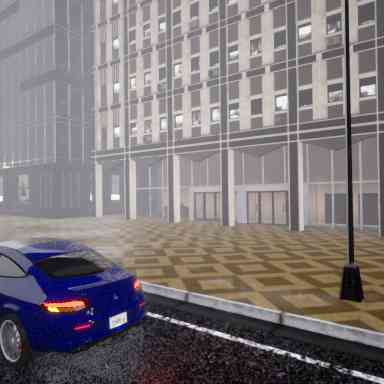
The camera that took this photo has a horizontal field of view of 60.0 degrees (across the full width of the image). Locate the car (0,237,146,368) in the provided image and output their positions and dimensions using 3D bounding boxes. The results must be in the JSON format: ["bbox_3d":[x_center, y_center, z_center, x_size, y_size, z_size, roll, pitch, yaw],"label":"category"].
[{"bbox_3d":[-2.849,1.527,5.724,4.674,1.442,1.812,0,0,35],"label":"car"}]
